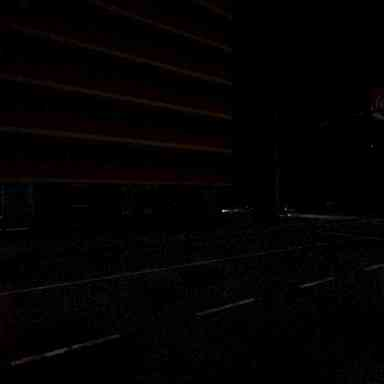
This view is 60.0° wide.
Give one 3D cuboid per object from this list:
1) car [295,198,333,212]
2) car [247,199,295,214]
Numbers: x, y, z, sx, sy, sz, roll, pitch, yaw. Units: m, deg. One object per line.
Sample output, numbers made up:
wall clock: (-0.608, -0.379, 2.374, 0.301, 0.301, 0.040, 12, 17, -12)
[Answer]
car: (14.177, 1.491, 39.299, 2.128, 1.511, 4.902, 0, 0, -36)
car: (8.037, 1.491, 35.549, 2.128, 1.511, 4.902, 0, 0, -36)
